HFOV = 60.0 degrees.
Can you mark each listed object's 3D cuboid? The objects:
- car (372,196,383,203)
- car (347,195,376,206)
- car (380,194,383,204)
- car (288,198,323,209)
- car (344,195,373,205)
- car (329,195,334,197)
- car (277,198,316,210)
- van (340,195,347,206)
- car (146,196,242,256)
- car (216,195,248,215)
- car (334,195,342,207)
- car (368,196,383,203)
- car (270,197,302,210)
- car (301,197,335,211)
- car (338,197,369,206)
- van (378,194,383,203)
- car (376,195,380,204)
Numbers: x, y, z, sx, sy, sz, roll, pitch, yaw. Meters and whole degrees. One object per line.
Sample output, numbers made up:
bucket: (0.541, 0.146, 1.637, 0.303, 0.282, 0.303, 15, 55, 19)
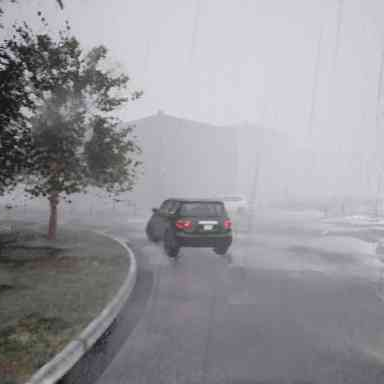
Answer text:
car: (44.967, 1.803, 77.543, 2.231, 1.521, 4.892, 0, 0, -44)
car: (27.889, 1.255, 54.541, 4.553, 1.767, 2.097, 0, 1, -44)
car: (37.065, 1.629, 69.852, 2.185, 1.767, 4.553, 0, 0, -44)
car: (17.236, 1.722, 50.685, 2.002, 1.452, 4.674, 0, 0, -44)
car: (33.061, 1.612, 66.060, 2.185, 1.767, 4.553, 0, 1, -44)
car: (19.238, 1.568, 52.583, 2.185, 1.767, 4.553, 0, 0, -44)
car: (15.251, 1.669, 48.773, 2.097, 1.535, 5.008, 1, 0, -44)
van: (29.204, 1.501, 62.116, 1.878, 1.987, 4.442, 0, 1, -44)
car: (-0.290, 1.244, 13.498, 2.150, 2.045, 5.566, 2, 0, -18)
car: (2.961, 1.305, 32.763, 5.566, 2.045, 2.150, 1, 0, -30)
car: (21.194, 1.704, 54.532, 2.231, 1.521, 4.892, 0, 0, -44)
car: (42.987, 1.790, 75.625, 2.231, 1.521, 4.892, 0, 0, -44)
car: (13.294, 1.527, 46.825, 2.185, 1.767, 4.553, 1, 0, -44)
car: (16.659, 1.781, 43.802, 4.181, 1.385, 1.994, 0, 1, -44)
car: (31.097, 1.731, 64.124, 2.097, 1.535, 5.008, 0, 1, -44)
van: (47.116, 1.592, 79.467, 1.878, 1.987, 4.442, 0, 0, -44)
car: (35.041, 1.620, 67.978, 2.185, 1.767, 4.553, 0, 0, -44)
